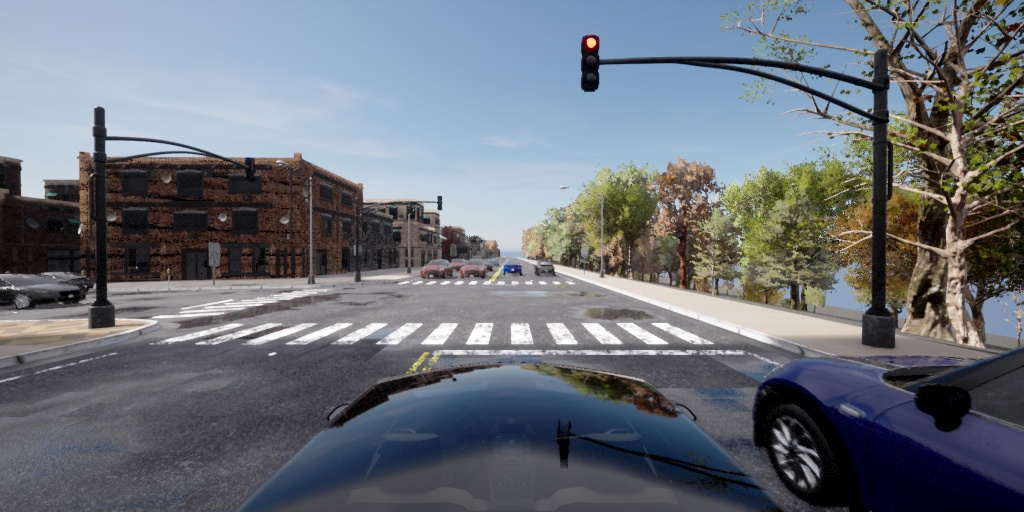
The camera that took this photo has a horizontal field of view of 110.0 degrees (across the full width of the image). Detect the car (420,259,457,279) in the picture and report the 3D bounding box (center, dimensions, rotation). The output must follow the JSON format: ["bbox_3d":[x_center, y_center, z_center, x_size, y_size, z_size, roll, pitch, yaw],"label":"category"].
[{"bbox_3d":[-6.689,1.098,32.278,2.097,1.767,4.553,0,0,2],"label":"car"}]

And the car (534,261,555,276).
[{"bbox_3d":[3.311,1.236,36.951,2.128,1.511,4.902,0,0,0],"label":"car"}]

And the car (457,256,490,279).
[{"bbox_3d":[-3.375,1.098,32.263,2.097,1.767,4.553,0,0,0],"label":"car"}]

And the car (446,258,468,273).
[{"bbox_3d":[-6.658,1.099,43.845,2.097,1.767,4.553,0,0,0],"label":"car"}]

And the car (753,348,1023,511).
[{"bbox_3d":[3.349,1.103,1.550,2.097,1.767,4.553,0,0,0],"label":"car"}]

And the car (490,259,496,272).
[{"bbox_3d":[-3.413,1.223,45.668,1.882,1.535,5.008,0,1,0],"label":"car"}]

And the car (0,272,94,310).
[{"bbox_3d":[-22.303,1.591,16.099,4.892,1.490,1.837,-1,1,-1],"label":"car"}]

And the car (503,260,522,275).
[{"bbox_3d":[0.057,1.223,38.529,1.882,1.535,5.008,0,0,0],"label":"car"}]

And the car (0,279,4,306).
[{"bbox_3d":[-22.619,1.686,13.379,4.313,1.339,1.948,0,0,-1],"label":"car"}]
